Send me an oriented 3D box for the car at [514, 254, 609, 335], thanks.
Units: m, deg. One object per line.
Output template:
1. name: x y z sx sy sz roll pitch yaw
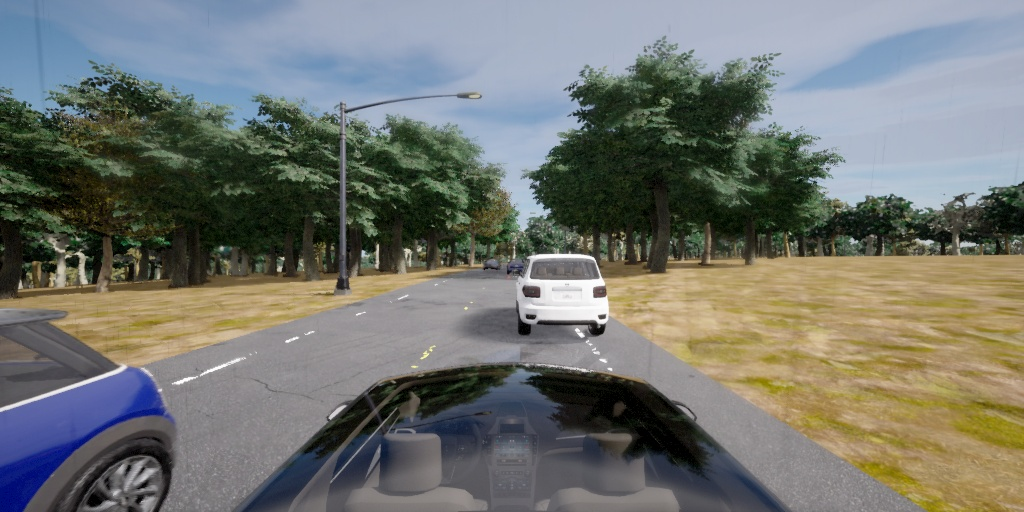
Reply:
1. car: 1.226 0.972 10.648 2.150 2.045 5.566 0 0 0

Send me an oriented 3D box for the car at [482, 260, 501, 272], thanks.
1. car: -2.480 1.197 45.700 2.033 1.411 5.357 0 0 5

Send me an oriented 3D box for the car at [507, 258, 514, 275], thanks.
1. car: 0.623 1.030 39.159 2.097 1.767 4.553 0 0 4

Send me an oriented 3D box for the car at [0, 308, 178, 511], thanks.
1. car: -3.601 1.102 0.759 2.097 1.767 4.553 0 0 0
